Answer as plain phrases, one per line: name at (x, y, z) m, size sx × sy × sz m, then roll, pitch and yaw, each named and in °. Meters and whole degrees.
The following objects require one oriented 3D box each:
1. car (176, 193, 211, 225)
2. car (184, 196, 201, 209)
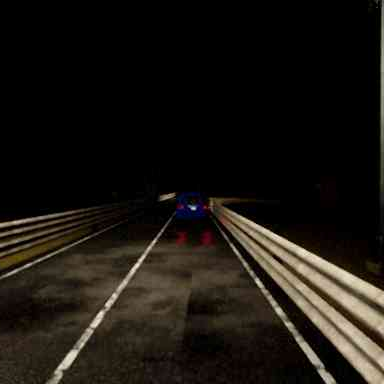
car at (0.083, 1.080, 22.652) m, size 2.150 × 2.045 × 5.566 m, roll 0°, pitch 0°, yaw 0°
car at (0.067, 1.289, 41.726) m, size 2.033 × 1.411 × 5.357 m, roll 0°, pitch 0°, yaw 0°
